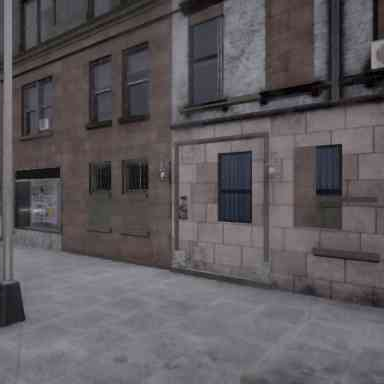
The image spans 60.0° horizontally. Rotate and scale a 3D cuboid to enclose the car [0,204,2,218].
[{"bbox_3d":[-16.814,1.536,23.573,2.033,1.411,5.357,0,0,36],"label":"car"}]
